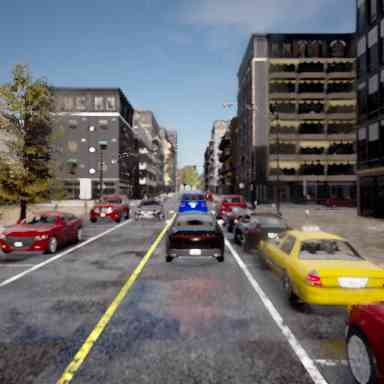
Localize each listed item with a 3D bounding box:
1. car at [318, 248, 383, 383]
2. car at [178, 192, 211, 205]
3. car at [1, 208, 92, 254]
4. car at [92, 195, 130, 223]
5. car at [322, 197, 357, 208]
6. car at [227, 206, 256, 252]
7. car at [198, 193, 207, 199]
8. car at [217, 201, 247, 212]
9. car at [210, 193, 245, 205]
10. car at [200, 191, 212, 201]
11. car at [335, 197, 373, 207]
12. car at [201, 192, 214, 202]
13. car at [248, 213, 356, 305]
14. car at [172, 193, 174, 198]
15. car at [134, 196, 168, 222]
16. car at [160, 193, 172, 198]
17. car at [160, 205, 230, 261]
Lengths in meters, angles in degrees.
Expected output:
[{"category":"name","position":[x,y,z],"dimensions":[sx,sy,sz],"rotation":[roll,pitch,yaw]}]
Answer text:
[{"category":"car","position":[2.702,1.527,2.289],"dimensions":[1.887,1.381,4.507],"rotation":[1,0,0]},{"category":"car","position":[0.083,1.035,25.681],"dimensions":[2.150,2.045,5.566],"rotation":[0,0,0]},{"category":"car","position":[-5.686,1.449,13.143],"dimensions":[1.887,1.381,4.507],"rotation":[1,0,0]},{"category":"car","position":[-5.762,1.140,24.029],"dimensions":[2.192,1.841,5.009],"rotation":[1,0,0]},{"category":"car","position":[17.256,1.289,38.413],"dimensions":[4.206,1.307,1.802],"rotation":[0,-1,0]},{"category":"car","position":[2.695,1.469,13.168],"dimensions":[1.947,1.339,4.313],"rotation":[1,0,0]},{"category":"car","position":[2.646,0.956,84.900],"dimensions":[1.947,1.339,4.313],"rotation":[1,0,0]},{"category":"car","position":[2.691,1.430,18.607],"dimensions":[1.947,1.339,4.313],"rotation":[1,0,0]},{"category":"car","position":[2.765,1.140,24.041],"dimensions":[2.192,1.841,5.009],"rotation":[1,0,0]},{"category":"car","position":[2.783,0.827,67.815],"dimensions":[2.192,1.841,5.009],"rotation":[1,0,0]},{"category":"car","position":[22.765,1.387,46.809],"dimensions":[4.313,1.339,1.947],"rotation":[0,-1,0]},{"category":"car","position":[2.796,0.867,62.114],"dimensions":[2.192,1.841,5.009],"rotation":[1,0,0]},{"category":"car","position":[2.699,1.467,7.898],"dimensions":[1.752,1.417,4.829],"rotation":[1,0,0]},{"category":"car","position":[-5.738,0.877,90.359],"dimensions":[1.752,1.417,4.829],"rotation":[1,0,0]},{"category":"car","position":[-3.017,1.266,24.303],"dimensions":[1.812,1.442,4.674],"rotation":[0,0,0]},{"category":"car","position":[-5.845,1.063,67.746],"dimensions":[2.008,1.369,4.403],"rotation":[1,0,0]},{"category":"car","position":[0.092,1.419,11.824],"dimensions":[1.837,1.490,4.892],"rotation":[0,1,0]}]
